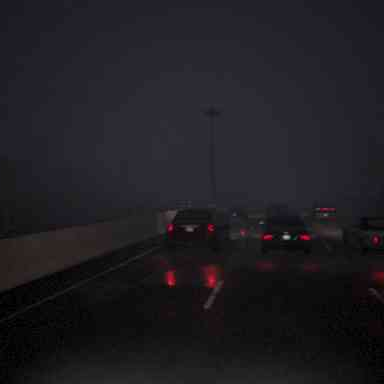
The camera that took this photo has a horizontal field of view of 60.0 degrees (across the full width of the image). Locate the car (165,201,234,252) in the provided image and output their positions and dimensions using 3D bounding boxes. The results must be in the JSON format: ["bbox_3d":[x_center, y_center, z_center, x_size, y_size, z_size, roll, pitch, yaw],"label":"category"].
[{"bbox_3d":[0.417,1.453,14.656,2.097,1.767,4.553,-1,-1,14],"label":"car"}]

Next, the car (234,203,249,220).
[{"bbox_3d":[4.013,1.689,29.515,1.812,1.442,4.674,-1,0,14],"label":"car"}]

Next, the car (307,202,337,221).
[{"bbox_3d":[10.798,1.553,27.800,2.128,1.511,4.902,-1,0,14],"label":"car"}]

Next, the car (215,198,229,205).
[{"bbox_3d":[6.285,1.957,68.729,2.033,1.411,5.357,-1,0,14],"label":"car"}]

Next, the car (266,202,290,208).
[{"bbox_3d":[7.438,1.590,28.791,1.882,1.535,5.008,-1,0,14],"label":"car"}]

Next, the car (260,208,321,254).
[{"bbox_3d":[3.798,1.598,13.742,2.033,1.411,5.357,-1,0,14],"label":"car"}]

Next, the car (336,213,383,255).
[{"bbox_3d":[7.229,1.600,13.033,1.895,1.301,4.718,-1,0,14],"label":"car"}]
